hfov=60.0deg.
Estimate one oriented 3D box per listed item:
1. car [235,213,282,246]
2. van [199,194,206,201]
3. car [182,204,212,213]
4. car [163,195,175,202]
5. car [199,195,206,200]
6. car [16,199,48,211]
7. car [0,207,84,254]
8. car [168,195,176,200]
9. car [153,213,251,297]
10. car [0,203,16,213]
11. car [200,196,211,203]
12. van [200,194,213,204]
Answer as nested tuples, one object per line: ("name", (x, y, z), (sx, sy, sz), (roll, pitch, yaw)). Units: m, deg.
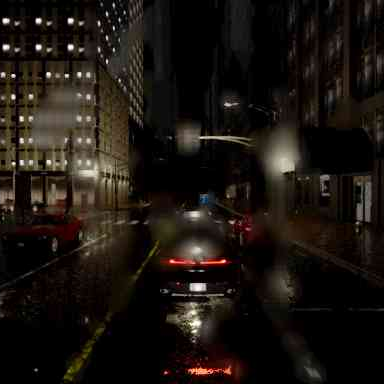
("car", (2.835, 1.579, 14.888), (1.802, 1.307, 4.206), (0, 0, 0))
("van", (2.807, 1.306, 86.964), (1.690, 1.788, 3.998), (0, 0, 0))
("car", (0.125, 1.560, 17.411), (1.994, 1.385, 4.181), (0, 0, 0))
("car", (-5.589, 1.518, 75.583), (1.887, 1.381, 4.507), (0, 0, 0))
("car", (2.816, 1.542, 92.661), (1.802, 1.307, 4.206), (0, 0, 0))
("car", (-18.470, 1.496, 37.262), (4.403, 1.369, 2.008), (0, 0, 1))
("car", (-5.806, 1.542, 13.523), (1.887, 1.381, 4.507), (0, 0, 0))
("car", (-5.564, 1.526, 92.674), (1.947, 1.339, 4.313), (0, 0, 0))
("car", (0.110, 1.503, 8.535), (1.837, 1.490, 4.892), (0, 0, 0))
("car", (-18.569, 1.306, 28.881), (5.009, 1.841, 2.192), (0, 0, 1))
("car", (2.784, 1.528, 69.874), (2.008, 1.369, 4.403), (0, 0, 0))
("van", (2.766, 1.324, 58.481), (1.690, 1.788, 3.998), (0, 0, 0))
